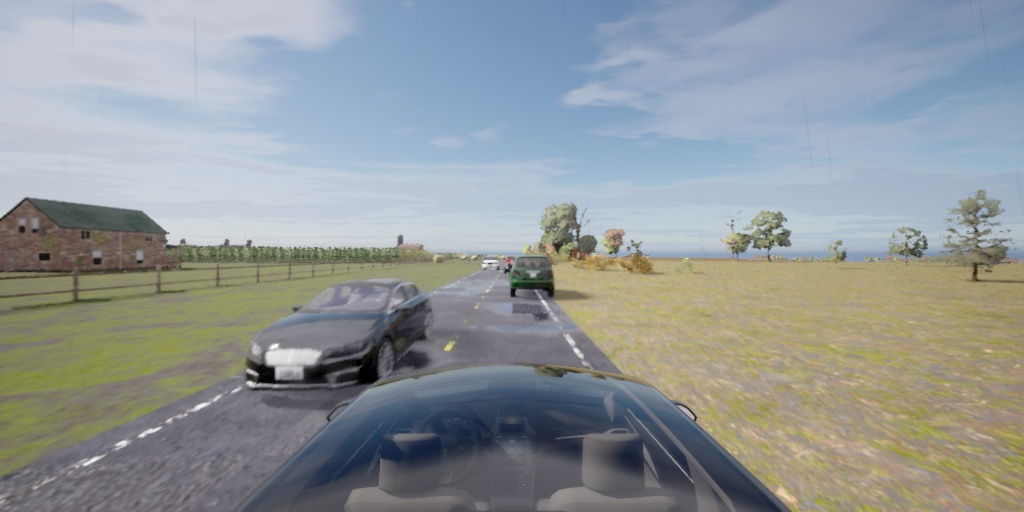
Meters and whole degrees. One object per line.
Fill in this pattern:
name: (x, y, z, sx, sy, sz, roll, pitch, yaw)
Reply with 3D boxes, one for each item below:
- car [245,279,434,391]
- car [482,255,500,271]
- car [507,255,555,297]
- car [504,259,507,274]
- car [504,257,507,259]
car: (-2.851, 1.236, 7.049, 2.128, 1.511, 4.902, 0, 0, 0)
car: (-2.827, 0.940, 48.797, 2.150, 2.045, 5.566, 0, 0, 0)
car: (0.962, 0.961, 18.915, 2.150, 2.045, 5.566, 0, 0, 0)
car: (0.041, 1.324, 40.769, 1.895, 1.301, 4.718, 0, 0, 1)
car: (0.001, 0.936, 54.702, 2.150, 2.045, 5.566, 0, 0, 0)
